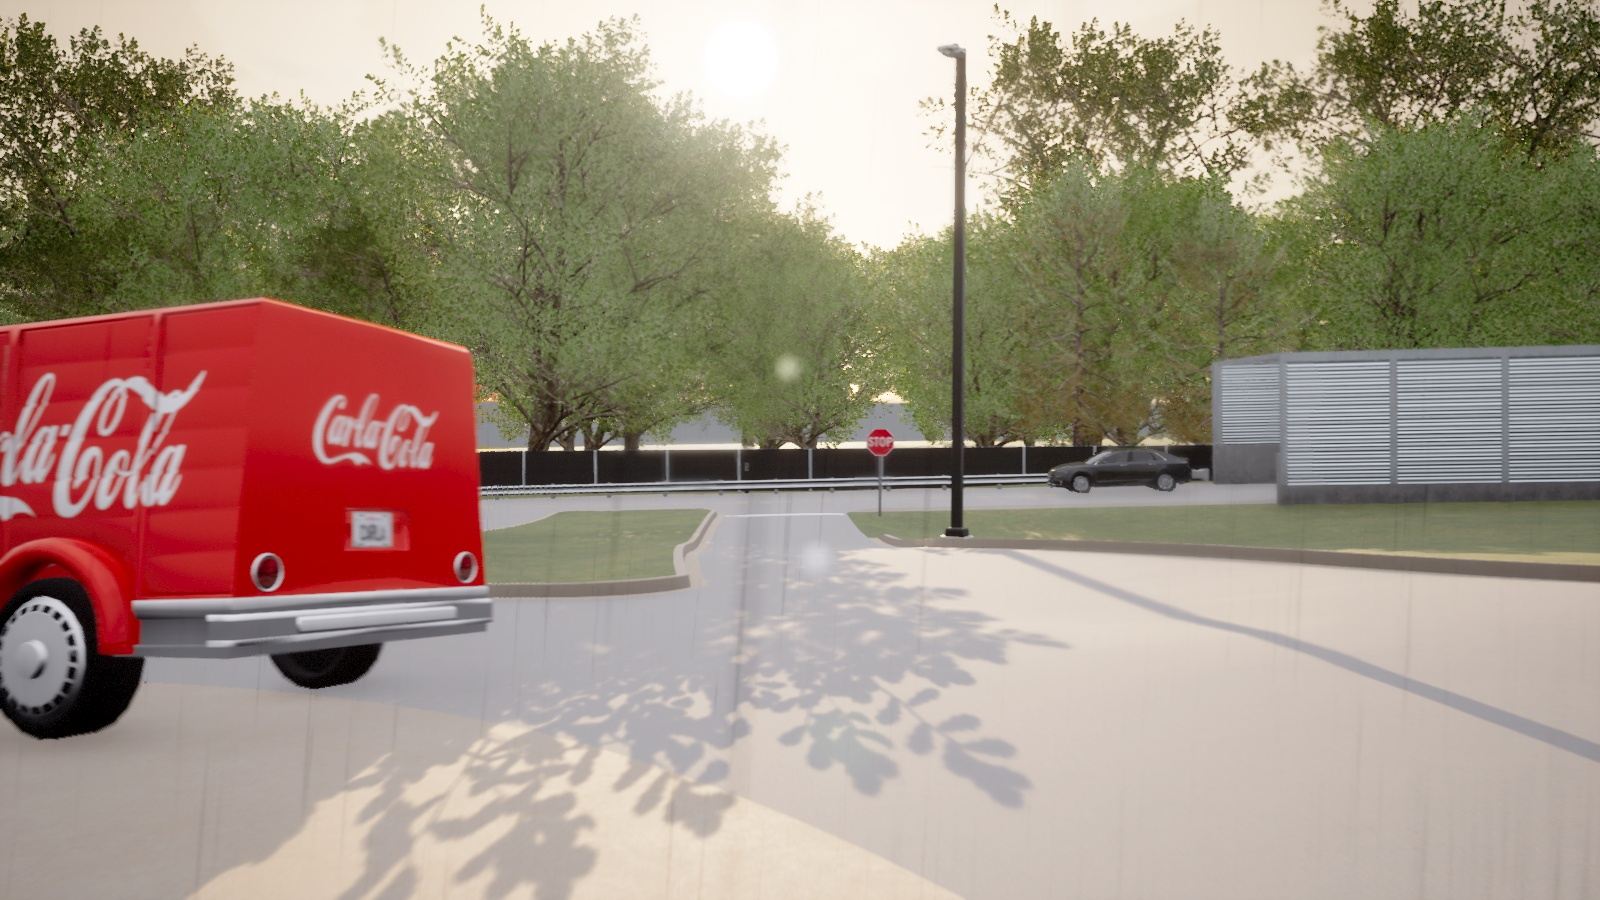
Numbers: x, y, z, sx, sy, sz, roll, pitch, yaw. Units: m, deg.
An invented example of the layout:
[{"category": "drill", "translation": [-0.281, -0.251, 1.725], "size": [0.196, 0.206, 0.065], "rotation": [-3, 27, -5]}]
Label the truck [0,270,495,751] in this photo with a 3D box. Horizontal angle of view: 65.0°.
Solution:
[{"category": "truck", "translation": [-5.057, 0.523, 8.577], "size": [5.204, 2.467, 2.627], "rotation": [-3, -5, 21]}]

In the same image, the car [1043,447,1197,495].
[{"category": "car", "translation": [11.044, 0.710, 43.594], "size": [4.892, 1.490, 1.837], "rotation": [-1, 2, 2]}]
